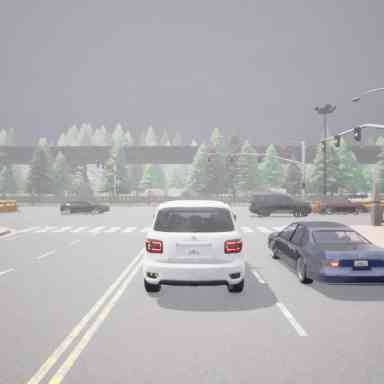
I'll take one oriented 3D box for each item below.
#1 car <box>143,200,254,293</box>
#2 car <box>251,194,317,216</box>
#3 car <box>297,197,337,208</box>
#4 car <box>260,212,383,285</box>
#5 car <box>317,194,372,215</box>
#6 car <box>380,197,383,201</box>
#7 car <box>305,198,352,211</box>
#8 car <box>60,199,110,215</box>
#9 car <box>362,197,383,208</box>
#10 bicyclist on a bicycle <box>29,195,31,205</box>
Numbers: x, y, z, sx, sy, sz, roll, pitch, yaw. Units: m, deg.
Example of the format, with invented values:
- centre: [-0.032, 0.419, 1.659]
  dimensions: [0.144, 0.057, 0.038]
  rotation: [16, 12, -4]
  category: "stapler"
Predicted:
- centre: [0.068, 1.221, 9.018]
  dimensions: [2.150, 2.045, 5.566]
  rotation: [0, 0, 1]
  category: "car"
- centre: [7.925, 1.221, 30.084]
  dimensions: [5.566, 2.045, 2.150]
  rotation: [0, 0, 0]
  category: "car"
- centre: [17.834, 1.477, 47.728]
  dimensions: [5.008, 1.535, 1.882]
  rotation: [0, 0, 0]
  category: "car"
- centre: [3.577, 1.547, 9.506]
  dimensions: [2.033, 1.411, 5.357]
  rotation: [0, 0, 0]
  category: "car"
- centre: [15.112, 1.351, 33.543]
  dimensions: [4.553, 1.767, 2.097]
  rotation: [0, 0, 0]
  category: "car"
- centre: [26.180, 1.477, 40.687]
  dimensions: [5.008, 1.535, 1.882]
  rotation: [0, 0, 0]
  category: "car"
- centre: [16.677, 1.491, 40.734]
  dimensions: [4.902, 1.511, 2.128]
  rotation: [0, 0, 0]
  category: "car"
- centre: [-10.810, 1.507, 33.690]
  dimensions: [4.892, 1.490, 1.837]
  rotation: [-1, 0, 0]
  category: "car"
- centre: [27.327, 1.505, 47.680]
  dimensions: [4.892, 1.490, 1.837]
  rotation: [0, 0, 0]
  category: "car"
- centre: [-27.009, 1.300, 55.766]
  dimensions: [0.582, 1.620, 1.656]
  rotation: [0, 0, 0]
  category: "bicyclist on a bicycle"
